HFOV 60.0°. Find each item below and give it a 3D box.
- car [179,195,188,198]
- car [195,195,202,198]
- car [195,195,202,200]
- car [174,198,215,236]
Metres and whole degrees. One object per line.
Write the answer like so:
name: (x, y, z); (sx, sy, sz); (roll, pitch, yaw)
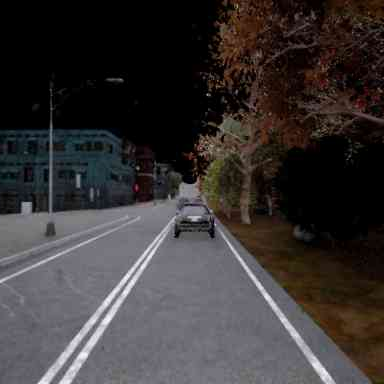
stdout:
car: (-1.946, 1.509, 76.046); (2.097, 1.767, 4.553); (0, 0, 2)
car: (1.550, 1.674, 83.596); (2.033, 1.411, 5.357); (0, 0, 2)
car: (1.874, 1.503, 94.013); (2.033, 1.411, 5.357); (0, 0, 2)
car: (0.150, 1.431, 18.945); (2.097, 1.767, 4.553); (0, 0, 0)
